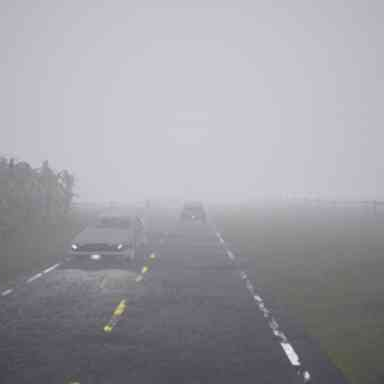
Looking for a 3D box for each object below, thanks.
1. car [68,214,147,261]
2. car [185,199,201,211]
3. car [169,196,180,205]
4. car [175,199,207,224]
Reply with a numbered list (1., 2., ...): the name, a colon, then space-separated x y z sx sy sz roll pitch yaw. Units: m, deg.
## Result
1. car: -2.850 1.541 12.531 2.033 1.411 5.357 0 0 0
2. car: 0.101 1.578 42.280 1.895 1.301 4.718 0 0 0
3. car: -2.751 1.535 56.496 1.837 1.490 4.892 0 0 0
4. car: 0.100 1.478 24.775 2.128 1.511 4.902 0 0 0
